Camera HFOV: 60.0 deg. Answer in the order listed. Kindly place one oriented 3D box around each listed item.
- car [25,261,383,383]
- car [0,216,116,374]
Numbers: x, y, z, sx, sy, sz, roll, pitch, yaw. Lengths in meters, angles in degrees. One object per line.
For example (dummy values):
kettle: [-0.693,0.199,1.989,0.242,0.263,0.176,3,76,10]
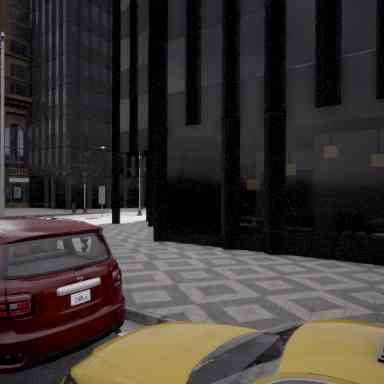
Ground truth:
car: [1.037,1.525,2.220,4.829,1.417,1.752,0,0,36]
car: [-3.242,1.314,5.271,5.009,1.841,2.192,0,0,36]
